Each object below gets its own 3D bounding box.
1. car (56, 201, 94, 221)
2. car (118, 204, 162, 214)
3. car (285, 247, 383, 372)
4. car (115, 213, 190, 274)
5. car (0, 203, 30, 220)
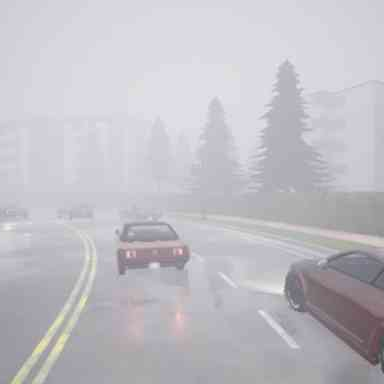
[{"bbox_3d":[-9.589,1.492,27.015,2.128,1.511,4.902,-1,0,-37],"label":"car"},{"bbox_3d":[-4.081,1.559,25.308,1.895,1.301,4.718,-1,0,-31],"label":"car"},{"bbox_3d":[2.997,1.522,5.053,1.994,1.385,4.181,0,0,-6],"label":"car"},{"bbox_3d":[-1.487,1.581,10.624,1.895,1.301,4.718,-1,0,-14],"label":"car"},{"bbox_3d":[-15.655,1.650,28.550,4.718,1.301,1.895,0,0,45],"label":"car"}]
